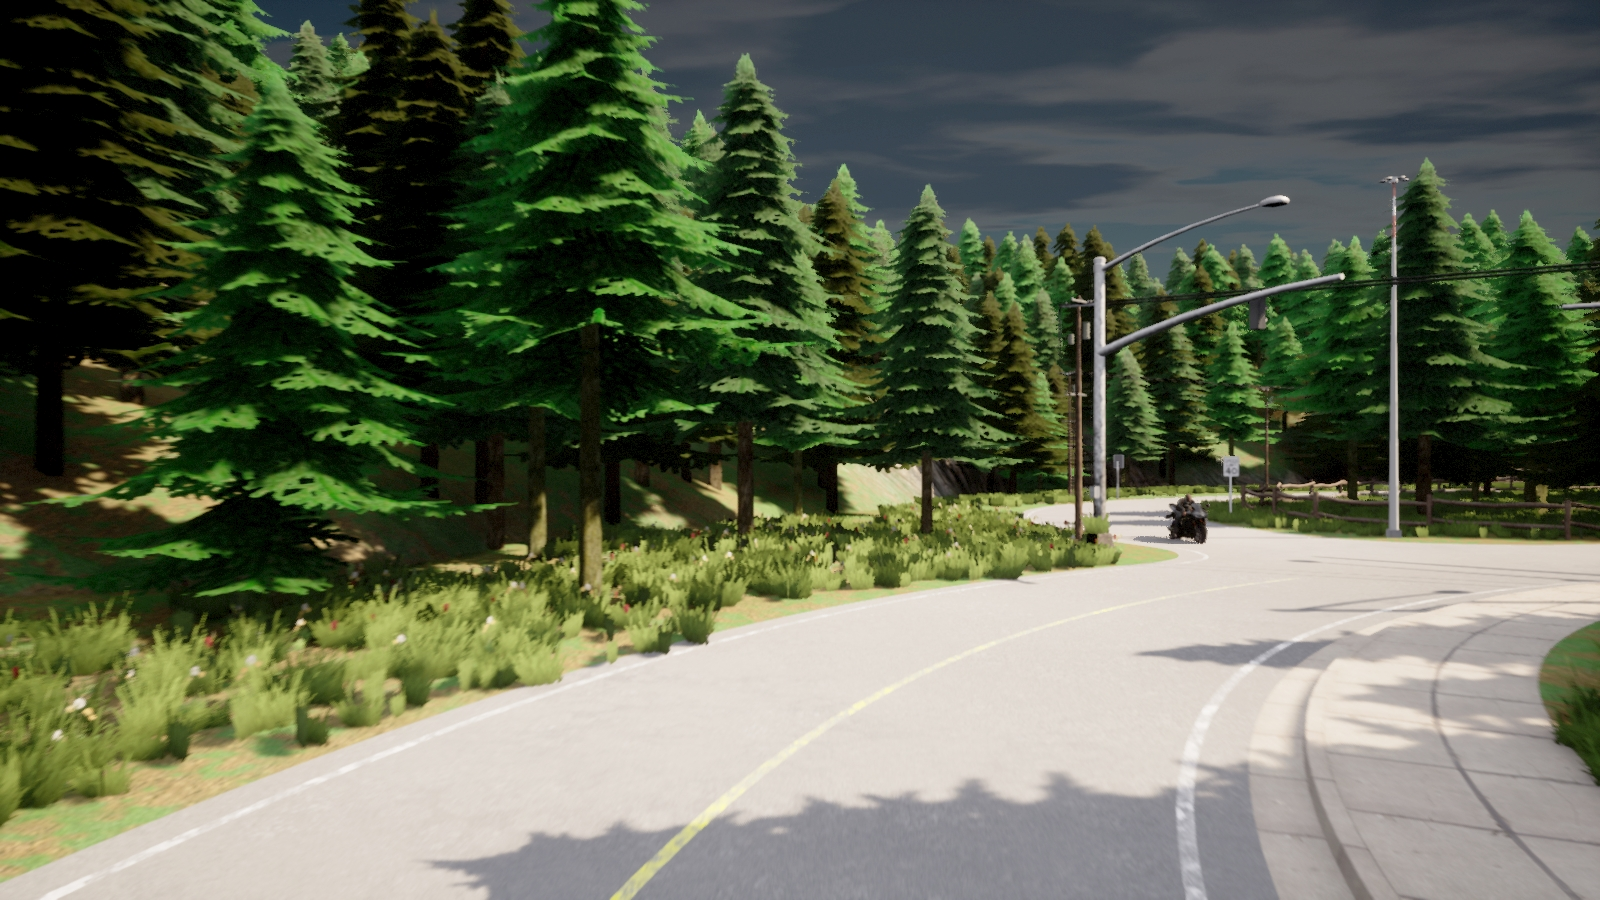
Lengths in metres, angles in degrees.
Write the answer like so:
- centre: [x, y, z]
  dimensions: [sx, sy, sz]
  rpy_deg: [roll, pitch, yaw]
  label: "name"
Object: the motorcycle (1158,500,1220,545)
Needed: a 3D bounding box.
- centre: [11.915, 2.210, 35.108]
  dimensions: [0.867, 1.251, 2.209]
  rpy_deg: [0, 0, -9]
  label: "motorcycle"
